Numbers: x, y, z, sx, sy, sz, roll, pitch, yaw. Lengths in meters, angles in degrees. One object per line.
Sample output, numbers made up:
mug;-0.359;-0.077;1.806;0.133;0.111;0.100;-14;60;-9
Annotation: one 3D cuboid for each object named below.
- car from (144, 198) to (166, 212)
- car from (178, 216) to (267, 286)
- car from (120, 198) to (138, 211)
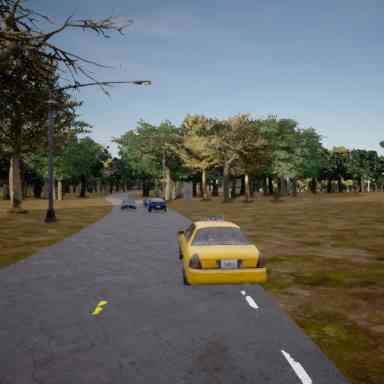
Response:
car;-4.057;1.399;37.890;1.882;1.535;5.008;0;0;-11
car;0.584;1.447;9.388;1.801;1.575;5.366;0;0;-4
car;-7.543;1.469;39.649;2.033;1.411;5.357;0;0;-11
